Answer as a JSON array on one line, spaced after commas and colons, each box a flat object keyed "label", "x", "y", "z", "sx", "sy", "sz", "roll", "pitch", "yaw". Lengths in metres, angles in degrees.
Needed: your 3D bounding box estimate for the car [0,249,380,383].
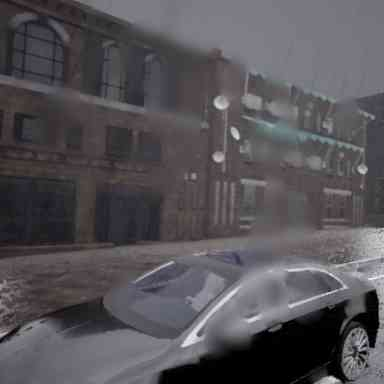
[{"label": "car", "x": 0.315, "y": 1.517, "z": 3.912, "sx": 4.902, "sy": 1.511, "sz": 2.128, "roll": 1, "pitch": -1, "yaw": -36}]
